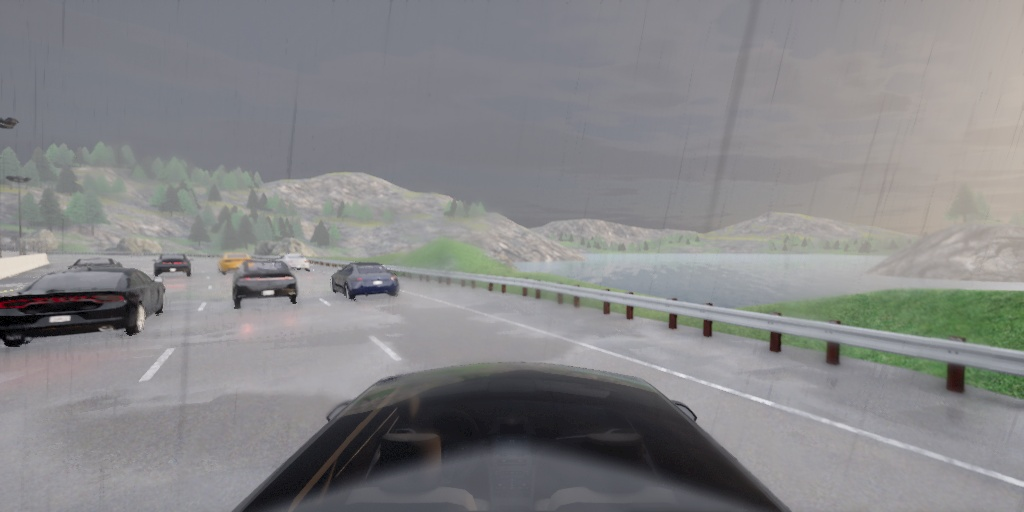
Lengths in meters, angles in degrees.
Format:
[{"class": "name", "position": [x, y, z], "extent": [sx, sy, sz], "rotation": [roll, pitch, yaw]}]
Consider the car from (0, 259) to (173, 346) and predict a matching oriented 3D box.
[{"class": "car", "position": [-10.304, 1.023, 8.994], "extent": [1.882, 1.535, 5.008], "rotation": [-1, 2, -36]}]

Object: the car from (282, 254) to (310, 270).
[{"class": "car", "position": [-17.780, 0.553, 28.959], "extent": [1.812, 1.442, 4.674], "rotation": [-1, 2, -43]}]

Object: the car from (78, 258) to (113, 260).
[{"class": "car", "position": [-26.183, 0.771, 22.653], "extent": [1.895, 1.301, 4.718], "rotation": [-1, 2, -43]}]

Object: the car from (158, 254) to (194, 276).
[{"class": "car", "position": [-23.951, 0.611, 25.340], "extent": [1.837, 1.490, 4.892], "rotation": [-1, 2, -43]}]

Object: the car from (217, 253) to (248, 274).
[{"class": "car", "position": [-21.400, 0.528, 27.737], "extent": [1.882, 1.535, 5.008], "rotation": [-1, 2, -43]}]

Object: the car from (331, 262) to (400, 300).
[{"class": "car", "position": [-6.390, 0.955, 15.421], "extent": [1.994, 1.385, 4.181], "rotation": [-1, 2, -37]}]

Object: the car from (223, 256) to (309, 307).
[{"class": "car", "position": [-9.387, 0.923, 13.583], "extent": [2.128, 1.511, 4.902], "rotation": [-1, 2, -37]}]

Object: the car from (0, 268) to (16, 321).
[{"class": "car", "position": [-13.601, 1.121, 7.634], "extent": [2.033, 1.411, 5.357], "rotation": [-1, 2, -37]}]
